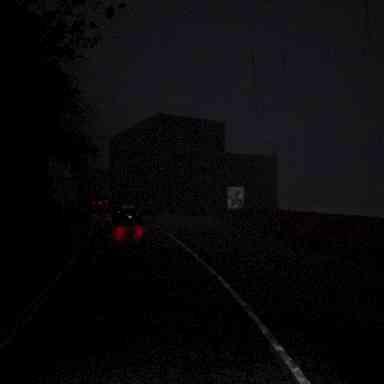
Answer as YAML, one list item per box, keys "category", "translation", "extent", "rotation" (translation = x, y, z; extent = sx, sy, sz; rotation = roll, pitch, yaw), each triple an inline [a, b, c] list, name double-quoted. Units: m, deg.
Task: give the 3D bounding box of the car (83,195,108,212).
- category: "car"
  translation: [-12.086, 1.373, 41.538]
  extent: [2.150, 2.045, 5.566]
  rotation: [0, 0, -29]

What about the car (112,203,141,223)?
- category: "car"
  translation: [-5.133, 1.587, 25.862]
  extent: [1.812, 1.442, 4.674]
  rotation: [0, 0, -18]
